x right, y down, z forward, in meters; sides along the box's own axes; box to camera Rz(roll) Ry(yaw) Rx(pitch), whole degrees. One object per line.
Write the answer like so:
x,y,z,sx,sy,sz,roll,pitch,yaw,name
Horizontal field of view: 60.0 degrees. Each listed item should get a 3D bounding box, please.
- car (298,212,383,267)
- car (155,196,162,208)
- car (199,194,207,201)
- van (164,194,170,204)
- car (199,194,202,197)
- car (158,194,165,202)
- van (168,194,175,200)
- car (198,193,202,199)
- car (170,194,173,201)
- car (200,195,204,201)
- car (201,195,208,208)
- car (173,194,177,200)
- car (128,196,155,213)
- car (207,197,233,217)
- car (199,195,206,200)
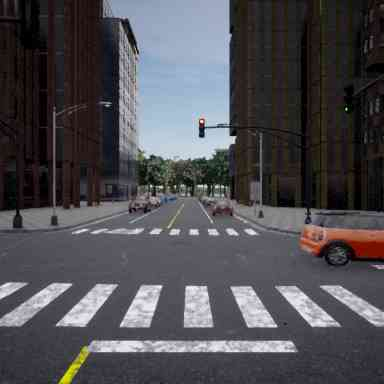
6.111,1.494,11.262,4.553,1.767,2.097,1,0,0,car
-5.752,1.591,48.040,1.802,1.307,4.206,0,0,0,car
2.775,1.559,58.914,1.887,1.381,4.507,0,0,0,car
-5.749,1.358,64.353,1.690,1.788,3.998,0,0,0,van
2.777,1.542,64.521,1.752,1.417,4.829,0,0,0,car
-5.751,1.537,53.308,1.752,1.417,4.829,0,0,0,car
-5.743,1.376,91.541,1.690,1.788,3.998,0,0,0,van
2.779,1.548,75.396,1.752,1.417,4.829,0,0,0,car
-5.747,1.571,69.791,2.008,1.369,4.403,0,0,0,car
2.774,1.556,53.476,1.887,1.381,4.507,0,0,0,car
2.773,1.560,48.038,2.008,1.369,4.403,0,0,0,car
-5.744,1.597,86.103,1.947,1.339,4.313,0,0,0,car
-5.755,1.321,37.165,2.192,1.841,5.009,0,0,0,car
2.769,1.444,31.726,1.967,1.590,4.097,0,0,0,car
2.782,1.560,91.709,1.752,1.417,4.829,0,0,0,car
